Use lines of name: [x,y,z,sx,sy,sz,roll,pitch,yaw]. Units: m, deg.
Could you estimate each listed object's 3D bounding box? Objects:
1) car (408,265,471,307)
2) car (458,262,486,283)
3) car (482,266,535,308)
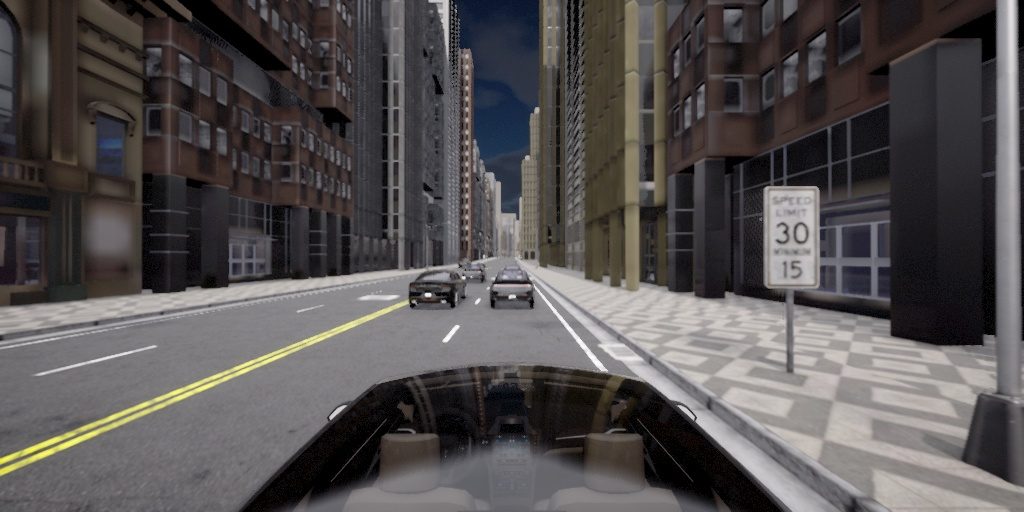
car: [-3.228,1.358,16.310,1.882,1.535,5.008,0,0,0]
car: [-3.214,1.500,31.138,2.128,1.511,4.902,0,0,0]
car: [0.020,1.372,16.142,2.128,1.511,4.902,0,0,0]
